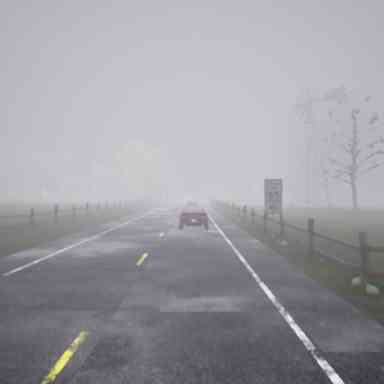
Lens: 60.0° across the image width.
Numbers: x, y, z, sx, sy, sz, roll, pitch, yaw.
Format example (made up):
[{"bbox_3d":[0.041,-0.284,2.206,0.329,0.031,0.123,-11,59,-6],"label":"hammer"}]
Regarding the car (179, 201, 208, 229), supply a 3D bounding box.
[{"bbox_3d":[0.117,1.681,23.553,1.882,1.535,5.008,0,0,0],"label":"car"}]
